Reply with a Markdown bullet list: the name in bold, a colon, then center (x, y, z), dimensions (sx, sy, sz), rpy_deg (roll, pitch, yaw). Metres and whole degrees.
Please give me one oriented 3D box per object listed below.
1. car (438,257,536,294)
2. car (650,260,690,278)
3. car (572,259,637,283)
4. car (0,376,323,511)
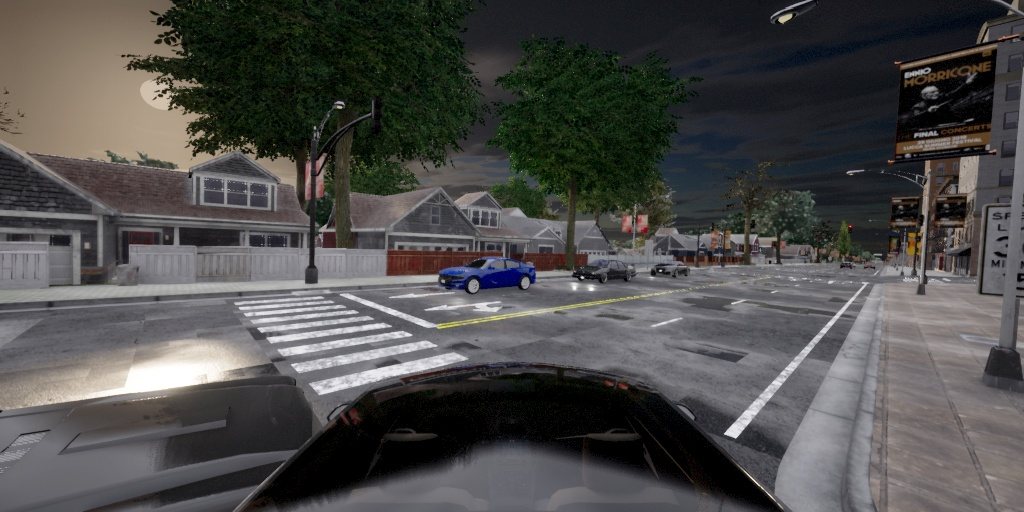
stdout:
- **car**: center (-1.029, 0.791, 16.540), dimensions (5.008, 1.535, 1.882), rpy_deg (1, 2, -44)
- **car**: center (13.416, 1.022, 30.296), dimensions (4.181, 1.385, 1.994), rpy_deg (1, 2, -44)
- **car**: center (6.178, 0.931, 23.417), dimensions (5.357, 1.411, 2.033), rpy_deg (1, 2, -44)
- **car**: center (-3.316, 1.279, 1.368), dimensions (4.718, 1.301, 1.895), rpy_deg (1, 2, -34)
